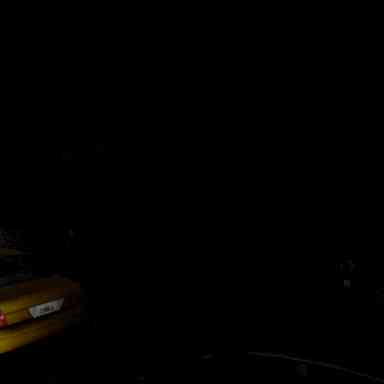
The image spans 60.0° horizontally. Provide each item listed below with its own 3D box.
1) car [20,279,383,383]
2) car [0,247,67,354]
[{"bbox_3d":[0.813,1.566,2.499,4.313,1.339,1.947,0,0,35],"label":"car"},{"bbox_3d":[-3.826,1.525,5.800,4.829,1.417,1.752,0,0,35],"label":"car"}]
